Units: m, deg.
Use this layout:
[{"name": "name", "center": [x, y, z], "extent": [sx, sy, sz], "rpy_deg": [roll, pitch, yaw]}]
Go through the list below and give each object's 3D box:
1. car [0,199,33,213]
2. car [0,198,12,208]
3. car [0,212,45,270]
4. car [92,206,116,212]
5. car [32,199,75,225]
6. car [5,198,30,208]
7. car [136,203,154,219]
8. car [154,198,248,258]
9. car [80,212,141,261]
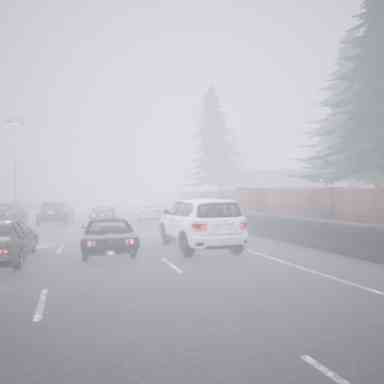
[{"name": "car", "center": [-13.768, 1.558, 24.740], "extent": [2.097, 1.767, 4.553], "rpy_deg": [0, 0, -12]}, {"name": "car", "center": [-35.015, 1.998, 60.656], "extent": [1.882, 1.535, 5.008], "rpy_deg": [0, 0, -1]}, {"name": "car", "center": [-6.384, 1.641, 11.013], "extent": [2.033, 1.411, 5.357], "rpy_deg": [0, 0, -18]}, {"name": "car", "center": [-6.927, 1.756, 26.180], "extent": [1.895, 1.301, 4.718], "rpy_deg": [0, 0, -12]}, {"name": "car", "center": [-10.361, 1.533, 25.545], "extent": [2.097, 1.767, 4.553], "rpy_deg": [0, 0, -12]}, {"name": "car", "center": [-31.537, 1.968, 60.395], "extent": [1.882, 1.535, 5.008], "rpy_deg": [-1, 0, 1]}, {"name": "car", "center": [-3.641, 1.659, 27.608], "extent": [1.812, 1.442, 4.674], "rpy_deg": [0, 0, -11]}, {"name": "car", "center": [0.230, 1.272, 13.304], "extent": [2.150, 2.045, 5.566], "rpy_deg": [0, 0, -18]}, {"name": "car", "center": [-3.272, 1.675, 12.820], "extent": [1.895, 1.301, 4.718], "rpy_deg": [0, 0, -17]}]
